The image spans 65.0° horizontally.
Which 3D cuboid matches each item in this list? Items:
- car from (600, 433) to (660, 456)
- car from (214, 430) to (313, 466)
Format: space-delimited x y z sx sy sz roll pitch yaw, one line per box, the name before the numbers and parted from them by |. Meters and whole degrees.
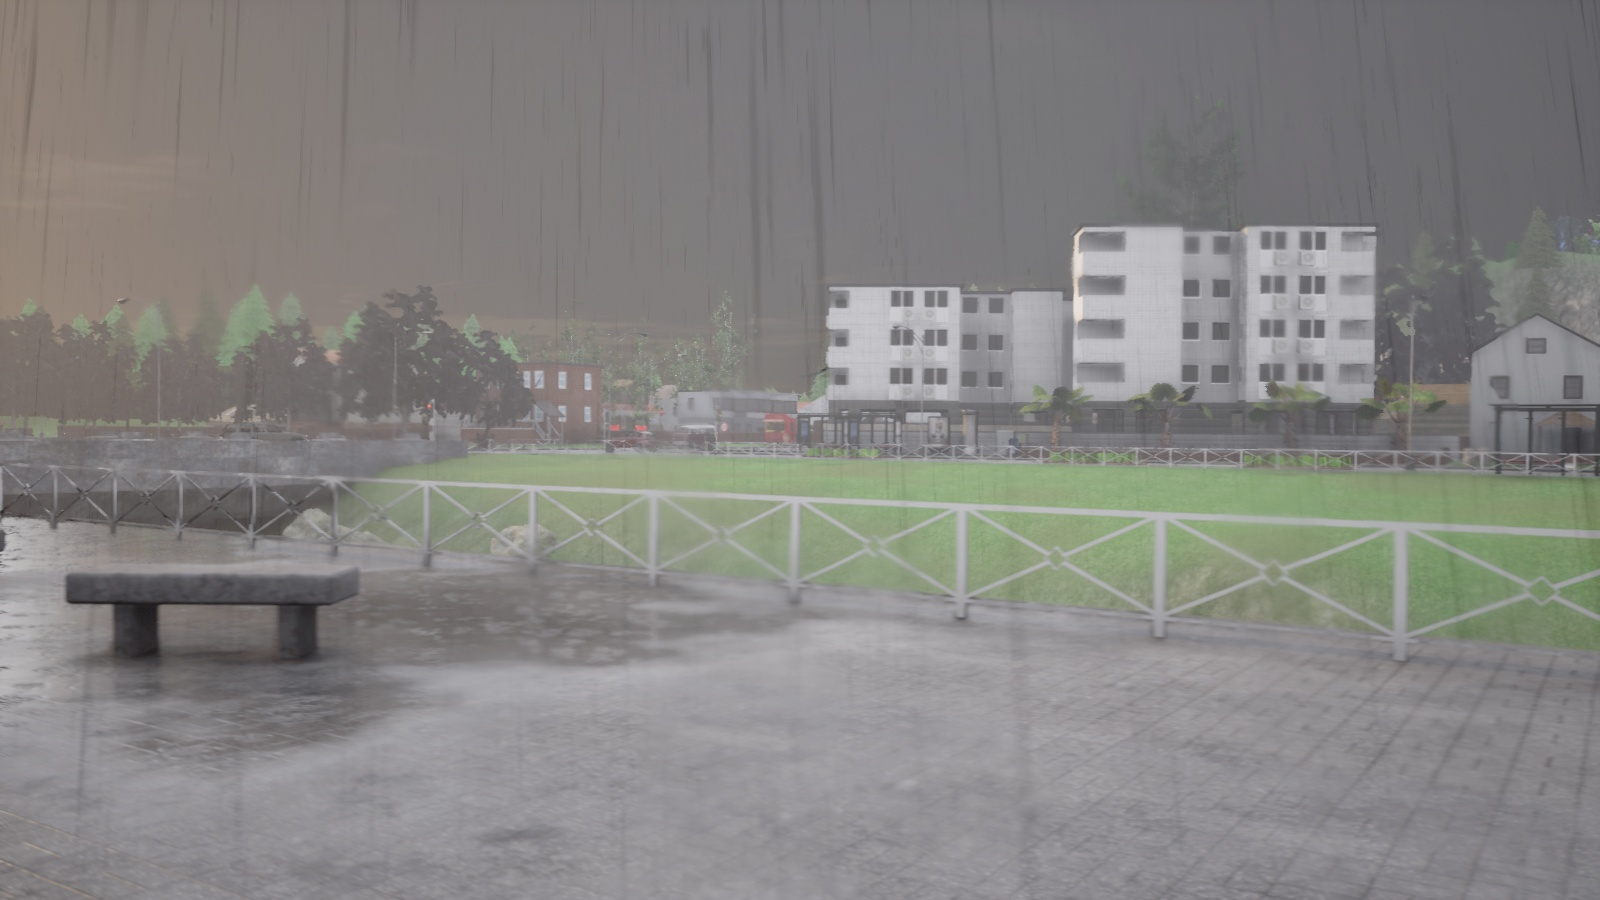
car | -11.591 -0.356 85.784 3.705 1.549 1.789 0 1 29
car | -29.096 -0.119 68.208 1.932 1.855 4.605 0 1 35
